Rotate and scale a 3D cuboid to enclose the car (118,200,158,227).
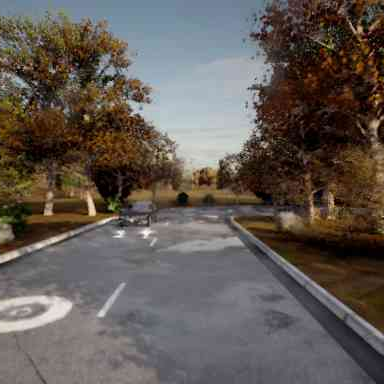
[{"bbox_3d":[-3.276,1.318,20.945,1.837,1.490,4.892,-1,0,2],"label":"car"}]
